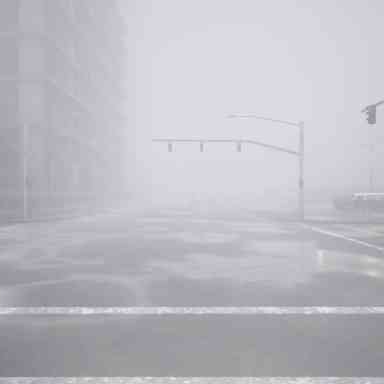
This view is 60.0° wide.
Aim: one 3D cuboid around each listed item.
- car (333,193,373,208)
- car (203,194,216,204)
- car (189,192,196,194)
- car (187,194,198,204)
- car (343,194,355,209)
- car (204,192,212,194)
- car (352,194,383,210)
[{"bbox_3d":[25.273,1.209,52.251,4.605,1.855,1.932,0,0,1],"label":"car"},{"bbox_3d":[3.559,1.526,63.863,1.812,1.442,4.674,0,0,0],"label":"car"},{"bbox_3d":[0.119,1.087,73.919,2.150,2.045,5.566,0,0,0],"label":"car"},{"bbox_3d":[0.057,1.547,63.467,2.033,1.411,5.357,0,0,0],"label":"car"},{"bbox_3d":[25.288,1.419,49.568,3.905,1.438,1.784,0,0,1],"label":"car"},{"bbox_3d":[3.619,1.087,73.898,2.150,2.045,5.566,0,0,0],"label":"car"},{"bbox_3d":[25.250,1.451,46.673,3.806,1.475,1.970,0,0,1],"label":"car"}]
